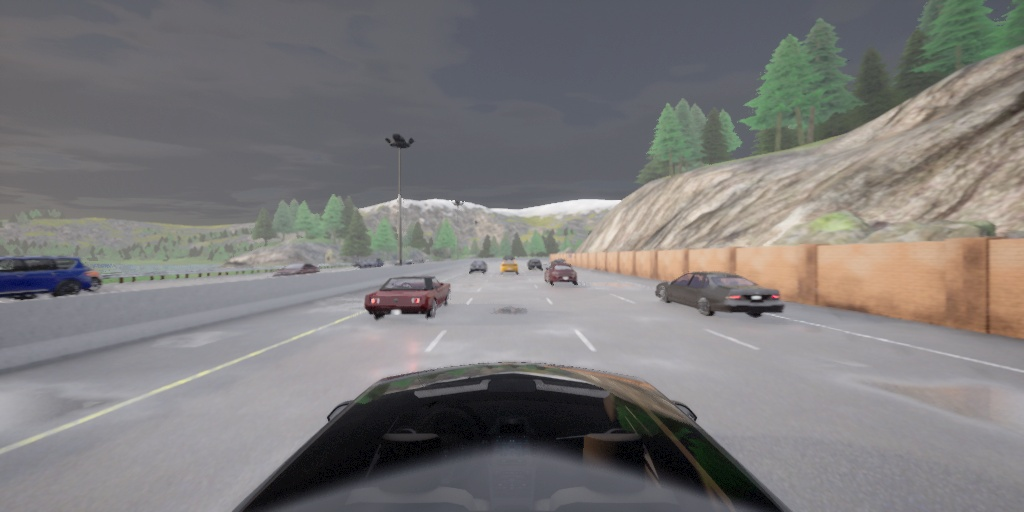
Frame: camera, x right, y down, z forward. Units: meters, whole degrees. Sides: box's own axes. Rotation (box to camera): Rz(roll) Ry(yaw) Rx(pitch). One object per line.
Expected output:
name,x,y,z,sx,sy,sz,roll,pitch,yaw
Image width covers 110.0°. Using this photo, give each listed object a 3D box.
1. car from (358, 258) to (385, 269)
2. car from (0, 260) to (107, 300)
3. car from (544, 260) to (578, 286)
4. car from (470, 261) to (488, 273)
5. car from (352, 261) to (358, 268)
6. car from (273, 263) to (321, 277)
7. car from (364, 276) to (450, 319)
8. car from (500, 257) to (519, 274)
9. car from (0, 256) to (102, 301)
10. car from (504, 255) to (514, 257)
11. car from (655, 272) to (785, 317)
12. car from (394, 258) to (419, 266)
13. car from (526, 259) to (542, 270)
car,-21.578,1.097,55.828,2.097,1.767,4.553,0,0,0
car,-24.737,1.135,18.713,2.097,1.767,4.553,0,0,0
car,3.397,1.247,25.227,1.812,1.442,4.674,0,0,-1
car,-3.836,1.268,41.808,2.033,1.411,5.357,0,0,0
car,-25.113,1.304,60.232,1.994,1.385,4.181,0,0,0
car,-17.854,1.286,30.080,1.812,1.442,4.674,0,0,0
car,-3.416,1.348,12.730,1.895,1.301,4.718,0,0,-1
car,-0.286,1.193,40.362,1.882,1.535,5.008,0,0,-1
car,-21.200,1.004,14.795,2.150,2.045,5.566,0,0,-1
car,-0.548,0.912,65.337,2.150,2.045,5.566,0,0,-1
car,7.138,1.273,13.060,2.033,1.411,5.357,0,0,-1
car,-14.521,1.300,48.495,1.994,1.385,4.181,0,0,0
car,3.113,1.204,49.882,1.837,1.490,4.892,0,0,-1
